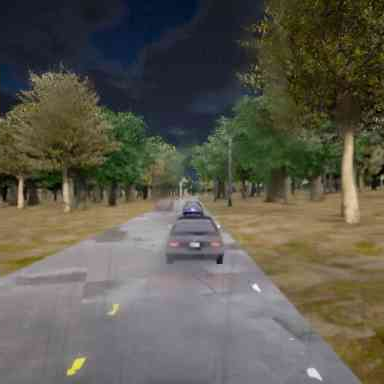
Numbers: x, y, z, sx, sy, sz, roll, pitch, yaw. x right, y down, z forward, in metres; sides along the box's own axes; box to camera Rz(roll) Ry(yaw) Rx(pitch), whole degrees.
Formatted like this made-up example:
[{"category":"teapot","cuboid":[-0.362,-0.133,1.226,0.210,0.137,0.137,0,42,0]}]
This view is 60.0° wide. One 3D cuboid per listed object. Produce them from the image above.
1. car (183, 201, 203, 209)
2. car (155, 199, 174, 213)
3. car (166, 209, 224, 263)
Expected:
[{"category":"car","cuboid":[0.097,1.594,32.361,1.994,1.385,4.181,0,0,0]},{"category":"car","cuboid":[-3.090,1.517,38.185,1.882,1.535,5.008,0,0,0]},{"category":"car","cuboid":[0.088,1.558,11.972,2.033,1.411,5.357,0,0,0]}]
